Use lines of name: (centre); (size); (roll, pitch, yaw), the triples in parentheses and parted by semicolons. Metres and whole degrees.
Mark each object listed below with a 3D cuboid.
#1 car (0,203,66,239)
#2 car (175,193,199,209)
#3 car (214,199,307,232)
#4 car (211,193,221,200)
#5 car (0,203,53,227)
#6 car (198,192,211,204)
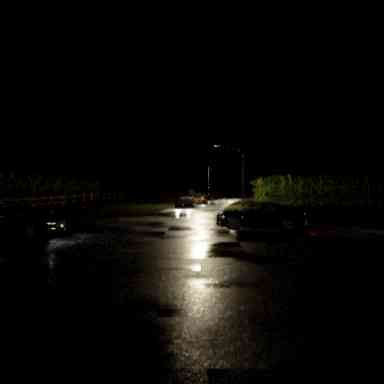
car: (-8.434, 1.300, 15.600); (4.892, 1.490, 1.837); (0, 0, 4)
car: (-0.694, 1.182, 38.456); (1.994, 1.385, 4.181); (0, 1, 8)
car: (3.772, 1.331, 18.310); (4.902, 1.511, 2.128); (0, 0, 5)
car: (4.202, 0.919, 63.241); (1.812, 1.442, 4.674); (0, 0, 15)
car: (-10.948, 1.348, 19.860); (4.718, 1.301, 1.895); (0, 1, -15)
car: (1.105, 0.863, 49.607); (2.097, 1.767, 4.553); (0, 0, 11)
